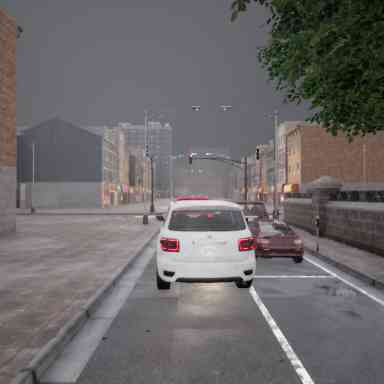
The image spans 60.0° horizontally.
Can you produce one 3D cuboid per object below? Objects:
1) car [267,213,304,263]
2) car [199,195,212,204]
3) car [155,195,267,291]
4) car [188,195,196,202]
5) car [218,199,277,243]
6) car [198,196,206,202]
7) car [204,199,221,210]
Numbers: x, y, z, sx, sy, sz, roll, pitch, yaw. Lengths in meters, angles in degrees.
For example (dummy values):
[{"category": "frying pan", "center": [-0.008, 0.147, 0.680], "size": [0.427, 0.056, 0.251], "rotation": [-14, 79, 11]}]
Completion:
[{"category": "car", "center": [2.636, 1.588, 11.723], "size": [1.802, 1.307, 4.206], "rotation": [1, 0, 0]}, {"category": "car", "center": [2.605, 1.439, 65.352], "size": [2.192, 1.841, 5.009], "rotation": [1, 0, 0]}, {"category": "car", "center": [0.173, 1.226, 9.235], "size": [2.150, 2.045, 5.566], "rotation": [0, 0, -4]}, {"category": "car", "center": [-0.052, 1.552, 83.791], "size": [2.097, 1.767, 4.553], "rotation": [0, 0, 0]}, {"category": "car", "center": [2.636, 1.326, 17.172], "size": [2.192, 1.841, 5.009], "rotation": [1, 0, 0]}, {"category": "car", "center": [2.590, 1.763, 87.101], "size": [2.008, 1.369, 4.403], "rotation": [0, 0, 0]}, {"category": "car", "center": [2.617, 1.604, 43.602], "size": [1.887, 1.381, 4.507], "rotation": [1, 0, 0]}]
